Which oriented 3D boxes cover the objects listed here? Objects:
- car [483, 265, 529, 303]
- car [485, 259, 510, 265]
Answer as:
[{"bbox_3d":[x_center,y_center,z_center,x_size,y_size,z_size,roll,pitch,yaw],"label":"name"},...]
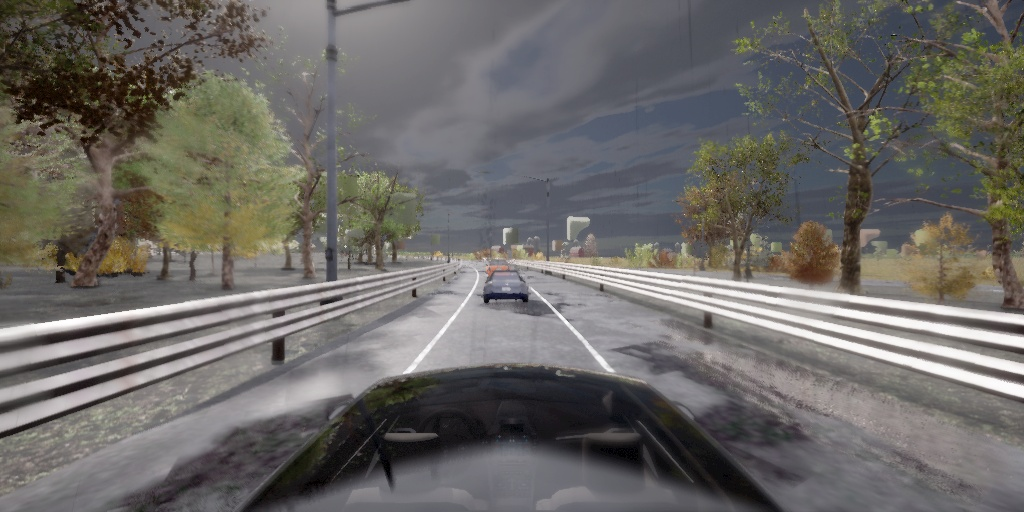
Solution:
[{"bbox_3d":[-0.314,1.317,16.604,1.994,1.385,4.181,0,0,-2],"label":"car"},{"bbox_3d":[-1.250,1.100,31.617,2.097,1.767,4.553,0,0,-5],"label":"car"}]
